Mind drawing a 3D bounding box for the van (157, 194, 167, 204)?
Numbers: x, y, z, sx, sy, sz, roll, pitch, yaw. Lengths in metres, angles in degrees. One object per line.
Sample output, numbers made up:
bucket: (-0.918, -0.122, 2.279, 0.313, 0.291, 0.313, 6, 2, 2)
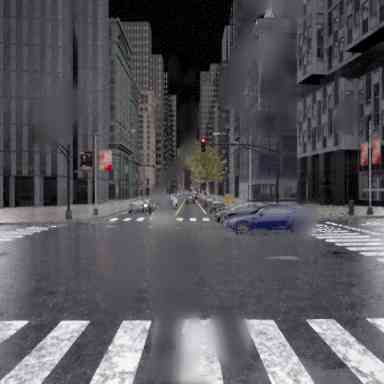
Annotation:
van: (-6.050, 1.343, 66.724, 1.690, 1.788, 3.998, 0, 0, 0)

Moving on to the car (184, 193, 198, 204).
car: (-0.277, 1.527, 65.551, 1.812, 1.442, 4.674, 0, 0, 0)

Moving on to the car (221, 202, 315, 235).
car: (4.091, 1.441, 17.657, 4.674, 1.442, 1.812, -1, 0, 0)

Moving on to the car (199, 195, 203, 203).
car: (2.564, 1.548, 52.717, 2.008, 1.369, 4.403, 0, 0, 0)

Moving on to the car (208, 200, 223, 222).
car: (3.964, 1.433, 22.685, 4.902, 1.511, 2.128, -2, 0, 24)

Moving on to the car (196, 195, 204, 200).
car: (2.302, 1.569, 94.323, 2.008, 1.369, 4.403, 0, 0, 0)

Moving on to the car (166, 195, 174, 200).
car: (-6.220, 1.600, 93.789, 1.802, 1.307, 4.206, 0, 0, 0)

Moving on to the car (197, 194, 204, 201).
car: (2.502, 1.551, 62.589, 2.008, 1.369, 4.403, 0, 0, 0)

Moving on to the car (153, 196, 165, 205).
car: (-6.014, 1.525, 61.141, 1.752, 1.417, 4.829, 0, 0, 0)

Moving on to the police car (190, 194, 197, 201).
police car: (0.465, 1.440, 90.559, 1.930, 1.638, 5.238, 0, 0, 0)

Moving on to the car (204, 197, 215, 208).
car: (2.667, 1.546, 36.384, 2.008, 1.369, 4.403, 0, 0, 0)

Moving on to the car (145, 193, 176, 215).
car: (-3.178, 1.217, 34.646, 2.150, 2.045, 5.566, 0, 0, 0)

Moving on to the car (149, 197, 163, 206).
car: (-5.981, 1.564, 55.897, 1.947, 1.339, 4.313, 0, 0, 0)

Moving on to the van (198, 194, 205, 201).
van: (2.368, 1.351, 83.745, 1.690, 1.788, 3.998, 0, 0, 0)

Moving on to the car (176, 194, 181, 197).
car: (-3.293, 1.524, 54.640, 1.812, 1.442, 4.674, 0, 0, 0)

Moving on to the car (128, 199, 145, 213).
car: (-5.858, 1.547, 36.334, 2.008, 1.369, 4.403, 0, 0, 0)

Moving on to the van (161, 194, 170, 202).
van: (-6.118, 1.348, 77.550, 1.690, 1.788, 3.998, 0, 0, 0)

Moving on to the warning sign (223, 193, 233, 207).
warning sign: (4.918, 1.111, 45.474, 1.300, 1.860, 1.060, 0, 0, 0)

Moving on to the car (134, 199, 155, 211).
car: (-5.889, 1.547, 41.326, 2.008, 1.369, 4.403, 0, 0, 0)

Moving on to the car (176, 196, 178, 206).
car: (-3.241, 1.597, 44.598, 1.895, 1.301, 4.718, 0, 0, 0)

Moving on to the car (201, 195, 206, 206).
car: (2.599, 1.541, 47.273, 1.887, 1.381, 4.507, 0, 0, 0)
